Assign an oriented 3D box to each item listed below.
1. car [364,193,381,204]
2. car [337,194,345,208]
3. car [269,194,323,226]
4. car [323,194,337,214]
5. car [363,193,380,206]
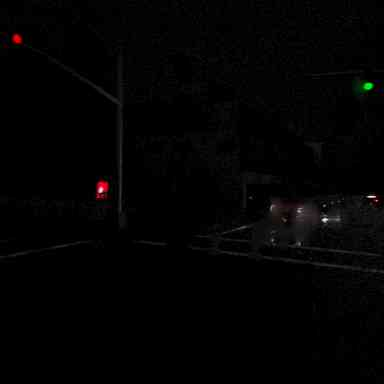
[{"bbox_3d":[28.524,0.918,52.470,2.128,1.511,4.902,2,2,29],"label":"car"},{"bbox_3d":[16.269,0.996,38.046,1.812,1.442,4.674,2,2,30],"label":"car"},{"bbox_3d":[6.444,0.998,20.727,2.097,1.767,4.553,2,2,32],"label":"car"},{"bbox_3d":[11.281,1.084,29.289,1.812,1.442,4.674,2,2,29],"label":"car"},{"bbox_3d":[23.562,1.118,43.663,1.895,1.301,4.718,2,2,29],"label":"car"}]
